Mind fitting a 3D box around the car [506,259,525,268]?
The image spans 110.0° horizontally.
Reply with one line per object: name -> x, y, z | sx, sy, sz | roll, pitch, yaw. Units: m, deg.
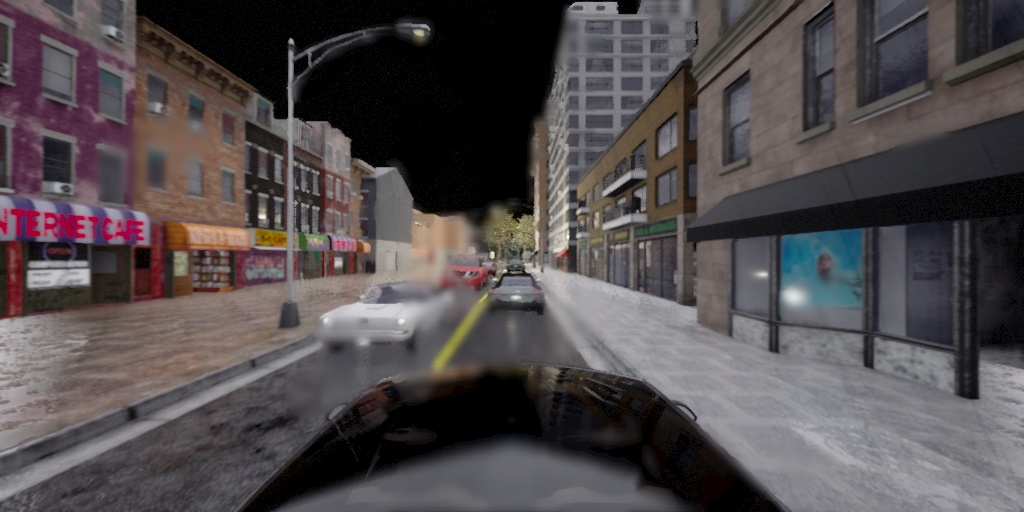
car -> 0.445, 1.116, 41.622 | 2.097, 1.767, 4.553 | 0, 0, 1

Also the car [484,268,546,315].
car -> 0.186, 1.314, 13.599 | 1.994, 1.385, 4.181 | 0, 0, 1

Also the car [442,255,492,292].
car -> -2.674, 0.964, 21.429 | 2.150, 2.045, 5.566 | 0, 0, 1

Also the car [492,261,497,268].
car -> -2.462, 1.229, 35.426 | 1.882, 1.535, 5.008 | 0, 0, 1

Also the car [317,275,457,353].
car -> -2.797, 1.340, 9.014 | 1.895, 1.301, 4.718 | 0, 0, 0
